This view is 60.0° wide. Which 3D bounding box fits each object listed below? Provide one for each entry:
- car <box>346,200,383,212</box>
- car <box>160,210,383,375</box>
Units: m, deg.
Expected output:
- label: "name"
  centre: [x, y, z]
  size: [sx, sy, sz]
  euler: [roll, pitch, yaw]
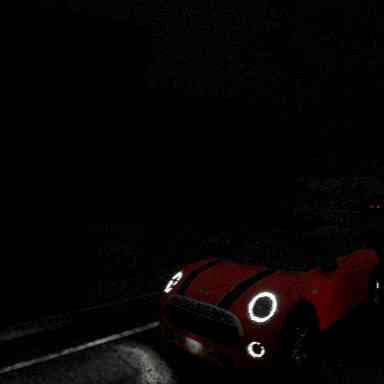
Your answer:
- label: "car"
  centre: [18.084, 1.512, 34.730]
  size: [2.033, 1.411, 5.357]
  euler: [1, 0, 1]
- label: "car"
  centre: [1.615, 1.361, 5.826]
  size: [4.553, 1.767, 2.097]
  euler: [0, 0, -45]
